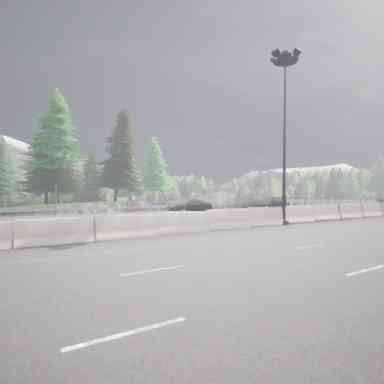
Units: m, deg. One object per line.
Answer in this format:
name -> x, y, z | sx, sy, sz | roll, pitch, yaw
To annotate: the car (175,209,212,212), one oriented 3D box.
car -> -0.223, 1.474, 33.796 | 5.008, 1.535, 1.882 | 0, 0, -35
